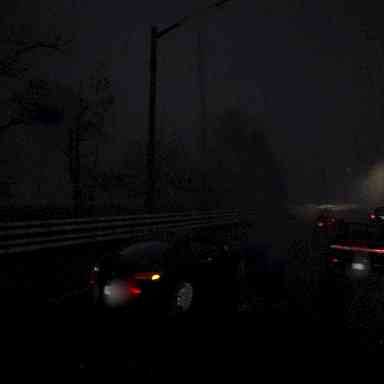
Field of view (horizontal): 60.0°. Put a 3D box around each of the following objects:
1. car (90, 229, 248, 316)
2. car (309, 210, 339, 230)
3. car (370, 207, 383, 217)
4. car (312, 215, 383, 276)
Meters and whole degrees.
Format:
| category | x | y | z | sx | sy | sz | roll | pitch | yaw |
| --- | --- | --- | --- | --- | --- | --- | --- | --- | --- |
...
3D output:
| category | x | y | z | sx | sy | sz | roll | pitch | yaw |
| --- | --- | --- | --- | --- | --- | --- | --- | --- | --- |
| car | -0.242 | 1.609 | 7.785 | 1.812 | 1.442 | 4.674 | 1 | -1 | 31 |
| car | 9.855 | 2.030 | 24.281 | 1.812 | 1.442 | 4.674 | 1 | -1 | 32 |
| car | 15.602 | 2.018 | 26.795 | 2.097 | 1.767 | 4.553 | 1 | -1 | 33 |
| car | 5.503 | 1.737 | 10.557 | 2.128 | 1.511 | 4.902 | 1 | -1 | 31 |
